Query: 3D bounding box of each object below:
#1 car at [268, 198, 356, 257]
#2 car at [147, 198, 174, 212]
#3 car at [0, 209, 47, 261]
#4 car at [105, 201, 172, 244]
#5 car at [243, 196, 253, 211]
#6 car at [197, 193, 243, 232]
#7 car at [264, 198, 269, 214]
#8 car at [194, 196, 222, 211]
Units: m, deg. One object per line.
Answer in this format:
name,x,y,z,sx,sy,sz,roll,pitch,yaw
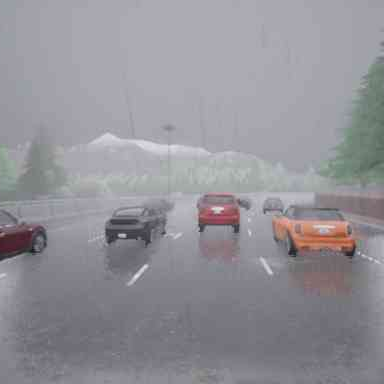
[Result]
car,4.400,1.248,12.679,2.097,1.767,4.553,0,0,5
car,-3.185,1.298,30.959,2.033,1.411,5.357,0,0,13
car,-6.367,1.270,10.099,2.097,1.767,4.553,0,0,4
car,-2.369,1.383,15.058,1.837,1.490,4.892,0,0,7
car,5.527,1.209,36.496,1.837,1.490,4.892,0,0,16
car,1.678,1.066,19.140,2.150,2.045,5.566,0,0,9
car,7.858,1.289,31.950,2.033,1.411,5.357,0,0,15
car,1.843,1.197,36.331,2.128,1.511,4.902,0,0,15
